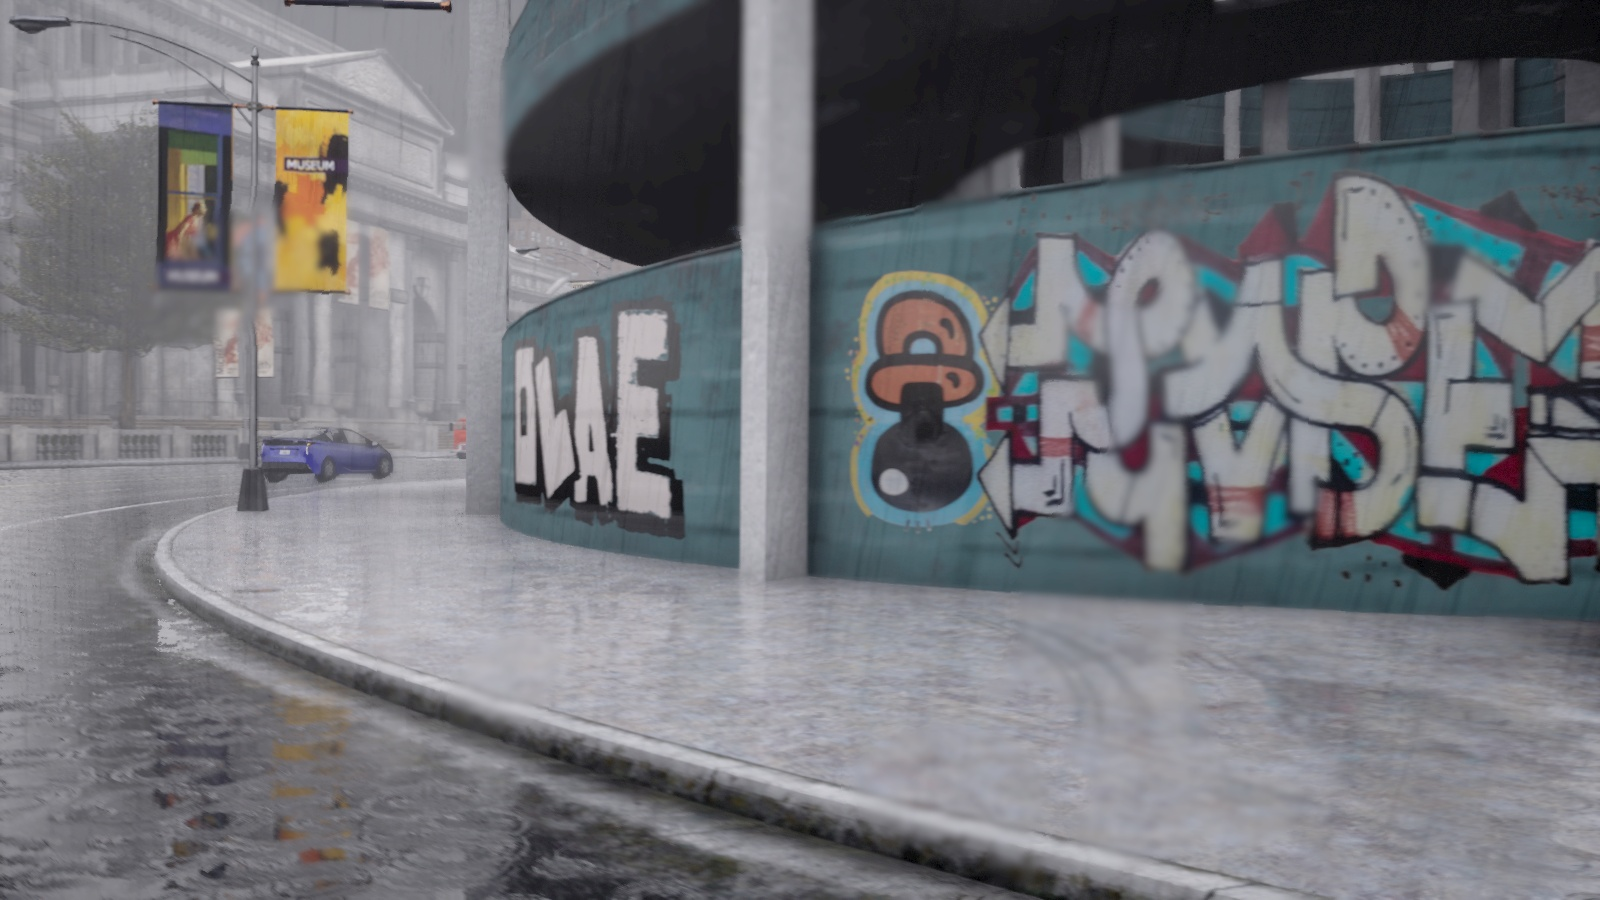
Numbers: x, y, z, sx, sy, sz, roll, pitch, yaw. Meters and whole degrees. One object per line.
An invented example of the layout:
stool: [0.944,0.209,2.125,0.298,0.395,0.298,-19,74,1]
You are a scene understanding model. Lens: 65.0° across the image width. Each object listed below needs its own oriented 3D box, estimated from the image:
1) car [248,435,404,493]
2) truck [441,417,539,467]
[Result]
car: [-13.343,0.340,35.687,2.007,1.525,4.514,0,1,12]
truck: [-15.969,-0.442,65.060,2.627,2.467,5.204,0,1,16]
